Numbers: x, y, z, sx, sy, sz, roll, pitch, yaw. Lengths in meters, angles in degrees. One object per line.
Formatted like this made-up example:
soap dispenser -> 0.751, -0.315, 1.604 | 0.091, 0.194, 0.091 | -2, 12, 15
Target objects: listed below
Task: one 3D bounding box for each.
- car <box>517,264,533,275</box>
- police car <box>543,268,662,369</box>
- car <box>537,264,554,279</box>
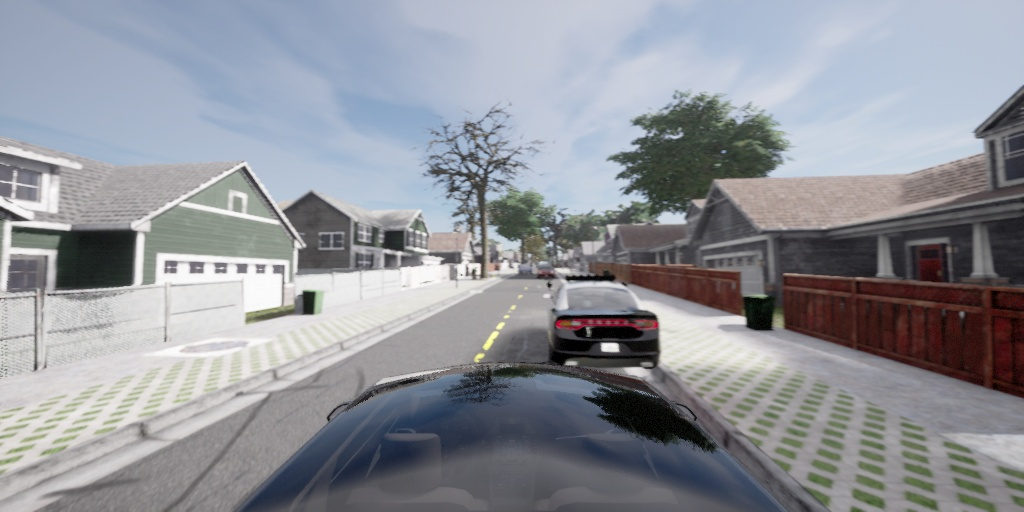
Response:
car -> 1.849, 1.834, 49.255 | 1.812, 1.442, 4.674 | -1, -1, 5
police car -> 1.744, 1.227, 8.094 | 1.930, 1.638, 5.238 | -1, -1, 5
car -> 3.638, 1.726, 37.939 | 1.895, 1.301, 4.718 | -1, -1, 6
